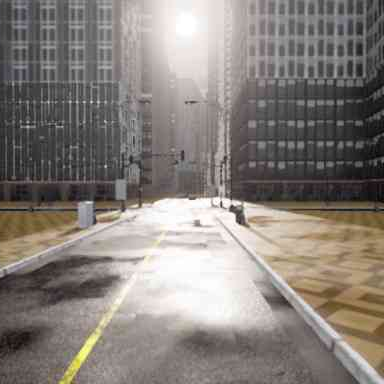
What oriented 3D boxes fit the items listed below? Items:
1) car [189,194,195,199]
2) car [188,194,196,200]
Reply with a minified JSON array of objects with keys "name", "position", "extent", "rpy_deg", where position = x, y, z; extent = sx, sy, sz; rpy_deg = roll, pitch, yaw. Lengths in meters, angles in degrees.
[{"name":"car","position":[0.039,1.283,92.892],"extent":[1.812,1.442,4.674],"rpy_deg":[0,0,0]},{"name":"car","position":[0.035,1.383,82.905],"extent":[1.895,1.301,4.718],"rpy_deg":[0,0,0]}]
